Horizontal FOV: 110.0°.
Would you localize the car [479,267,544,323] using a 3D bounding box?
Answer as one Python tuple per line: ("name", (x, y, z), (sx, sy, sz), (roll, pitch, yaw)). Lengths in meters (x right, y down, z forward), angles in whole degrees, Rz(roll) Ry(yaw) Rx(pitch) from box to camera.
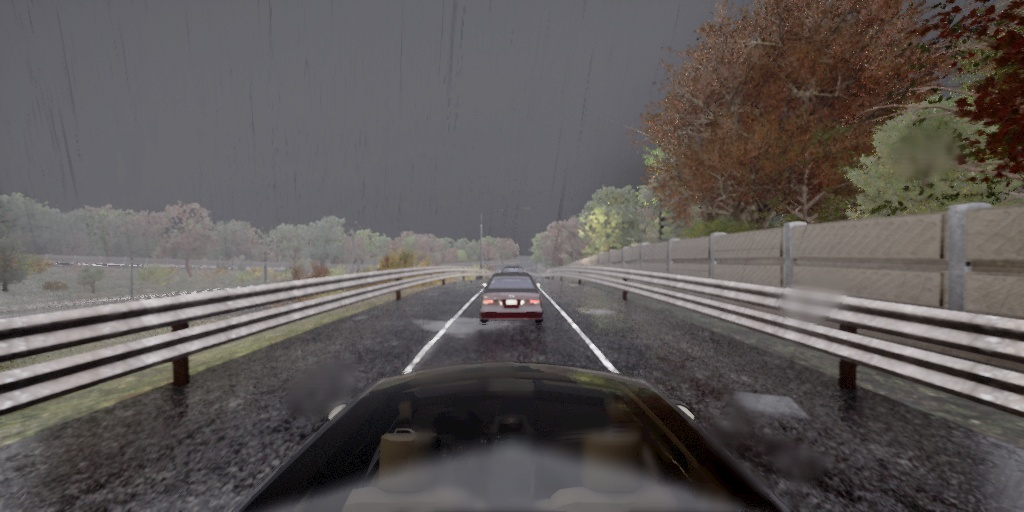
("car", (-0.023, 1.228, 11.640), (2.033, 1.411, 5.357), (0, 0, 0))
